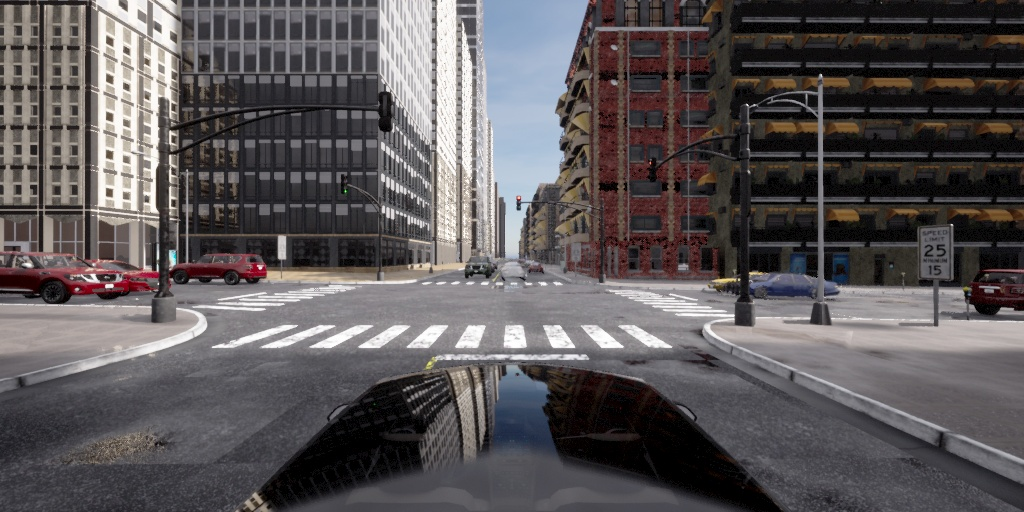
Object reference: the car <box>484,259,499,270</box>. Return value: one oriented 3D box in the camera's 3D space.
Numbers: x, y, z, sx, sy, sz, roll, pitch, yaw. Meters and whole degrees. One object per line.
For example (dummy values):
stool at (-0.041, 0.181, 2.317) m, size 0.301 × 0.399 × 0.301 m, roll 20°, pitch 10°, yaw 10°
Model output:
car at (-3.051, 1.244, 53.961) m, size 1.882 × 1.535 × 5.008 m, roll 0°, pitch 0°, yaw 0°

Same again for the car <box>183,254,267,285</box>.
car at (-17.695, 0.776, 21.744) m, size 5.009 × 1.841 × 2.192 m, roll 0°, pitch 0°, yaw 0°

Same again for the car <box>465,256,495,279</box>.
car at (-3.077, 0.977, 33.614) m, size 2.150 × 2.045 × 5.566 m, roll 0°, pitch 0°, yaw 0°

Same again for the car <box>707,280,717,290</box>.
car at (14.645, 1.587, 22.003) m, size 4.829 × 1.417 × 1.751 m, roll 0°, pitch 0°, yaw 0°

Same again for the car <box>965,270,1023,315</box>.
car at (20.607, 1.461, 13.703) m, size 5.009 × 1.841 × 2.192 m, roll 0°, pitch 0°, yaw 0°

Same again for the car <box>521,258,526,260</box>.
car at (2.729, 1.317, 54.626) m, size 2.007 × 1.370 × 4.403 m, roll 0°, pitch 0°, yaw 0°

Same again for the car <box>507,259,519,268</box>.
car at (0.143, 1.271, 60.880) m, size 1.837 × 1.490 × 4.892 m, roll 0°, pitch -2°, yaw 0°

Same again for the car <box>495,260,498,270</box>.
car at (-3.063, 1.286, 43.688) m, size 1.812 × 1.442 × 4.674 m, roll 0°, pitch 0°, yaw 0°

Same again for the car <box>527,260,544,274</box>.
car at (2.770, 1.341, 41.709) m, size 1.802 × 1.307 × 4.207 m, roll 0°, pitch 0°, yaw 0°

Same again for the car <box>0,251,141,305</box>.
car at (-17.567, 0.757, 13.365) m, size 5.009 × 1.841 × 2.192 m, roll 0°, pitch 0°, yaw 0°

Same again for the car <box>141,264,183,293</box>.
car at (-18.151, 0.916, 15.951) m, size 5.008 × 1.535 × 1.882 m, roll 1°, pitch 0°, yaw 0°

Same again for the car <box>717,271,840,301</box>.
car at (14.488, 1.596, 19.408) m, size 5.357 × 1.411 × 2.033 m, roll 1°, pitch 0°, yaw -1°

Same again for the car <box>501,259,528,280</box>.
car at (0.081, 1.277, 30.782) m, size 1.812 × 1.442 × 4.674 m, roll 0°, pitch 0°, yaw -1°
